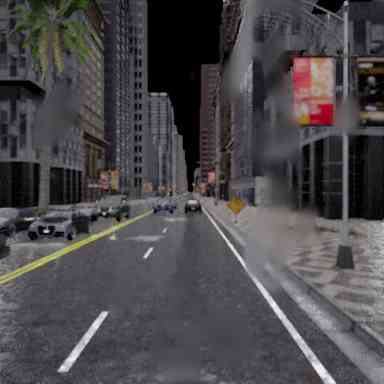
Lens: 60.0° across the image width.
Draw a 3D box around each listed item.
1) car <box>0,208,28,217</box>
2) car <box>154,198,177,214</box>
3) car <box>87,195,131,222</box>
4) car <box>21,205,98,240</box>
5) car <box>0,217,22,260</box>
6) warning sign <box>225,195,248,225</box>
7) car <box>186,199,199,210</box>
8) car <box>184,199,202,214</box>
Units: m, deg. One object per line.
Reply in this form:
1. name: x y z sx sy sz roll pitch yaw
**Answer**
1. car: -9.837 1.578 18.257 2.033 1.411 5.357 0 0 0
2. car: -3.131 1.490 37.976 2.097 1.767 4.553 0 0 0
3. car: -6.573 1.294 27.724 2.150 2.045 5.566 0 0 0
4. car: -6.584 1.591 17.030 1.994 1.385 4.181 0 0 0
5. car: -6.571 1.553 7.788 2.033 1.411 5.357 0 0 4
6. warning sign: 2.872 1.158 21.590 1.300 1.860 1.060 1 0 0
7. car: 0.100 1.750 48.801 1.812 1.442 4.674 0 0 0
8. car: 0.121 1.615 37.825 1.882 1.535 5.008 0 0 0
